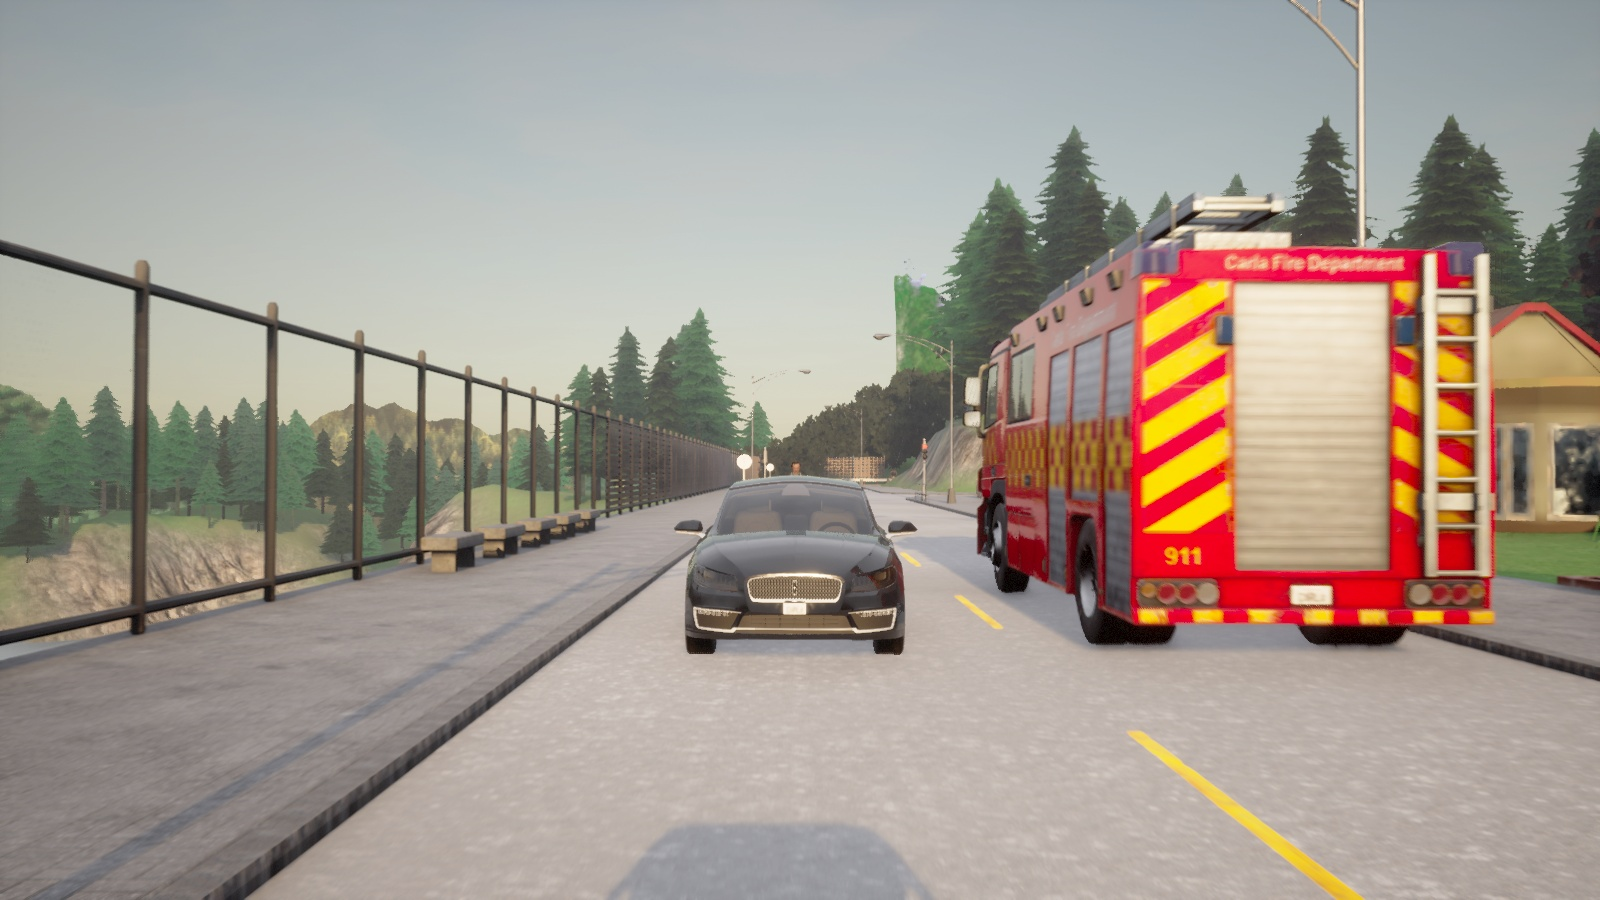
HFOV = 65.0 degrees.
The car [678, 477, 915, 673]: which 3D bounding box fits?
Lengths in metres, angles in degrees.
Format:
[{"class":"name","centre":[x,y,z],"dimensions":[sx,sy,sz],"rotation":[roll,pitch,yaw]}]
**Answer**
[{"class":"car","centre":[-0.034,1.024,12.215],"dimensions":[1.837,1.490,4.892],"rotation":[0,-1,0]}]

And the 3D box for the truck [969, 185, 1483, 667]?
[{"class":"truck","centre":[3.953,-0.128,14.227],"dimensions":[2.891,3.827,8.468],"rotation":[0,-1,0]}]
